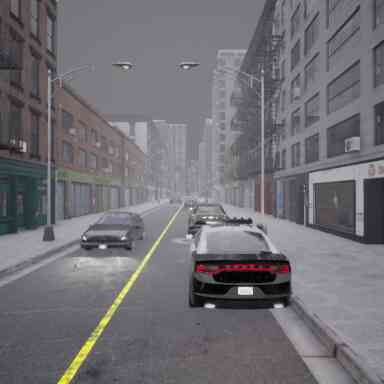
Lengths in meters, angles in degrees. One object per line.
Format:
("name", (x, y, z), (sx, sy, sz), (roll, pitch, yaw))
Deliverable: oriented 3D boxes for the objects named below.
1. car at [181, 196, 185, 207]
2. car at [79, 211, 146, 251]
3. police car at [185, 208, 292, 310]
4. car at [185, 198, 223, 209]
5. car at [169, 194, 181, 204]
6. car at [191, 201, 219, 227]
("car", (-0.112, 1.557, 46.874), (2.128, 1.511, 4.902), (0, 0, 0))
("car", (-3.146, 1.555, 14.388), (2.033, 1.411, 5.357), (0, 0, 0))
("police car", (0.876, 1.429, 8.081), (1.930, 1.638, 5.238), (0, 0, 0))
("car", (0.843, 1.363, 17.942), (2.097, 1.767, 4.553), (0, 0, 0))
("car", (-3.209, 1.335, 65.353), (2.150, 2.045, 5.566), (0, 0, 0))
("car", (0.824, 1.476, 24.162), (1.801, 1.575, 5.366), (0, 0, 0))
